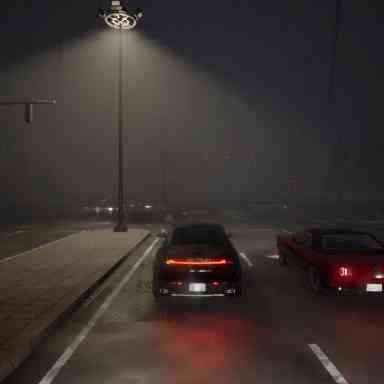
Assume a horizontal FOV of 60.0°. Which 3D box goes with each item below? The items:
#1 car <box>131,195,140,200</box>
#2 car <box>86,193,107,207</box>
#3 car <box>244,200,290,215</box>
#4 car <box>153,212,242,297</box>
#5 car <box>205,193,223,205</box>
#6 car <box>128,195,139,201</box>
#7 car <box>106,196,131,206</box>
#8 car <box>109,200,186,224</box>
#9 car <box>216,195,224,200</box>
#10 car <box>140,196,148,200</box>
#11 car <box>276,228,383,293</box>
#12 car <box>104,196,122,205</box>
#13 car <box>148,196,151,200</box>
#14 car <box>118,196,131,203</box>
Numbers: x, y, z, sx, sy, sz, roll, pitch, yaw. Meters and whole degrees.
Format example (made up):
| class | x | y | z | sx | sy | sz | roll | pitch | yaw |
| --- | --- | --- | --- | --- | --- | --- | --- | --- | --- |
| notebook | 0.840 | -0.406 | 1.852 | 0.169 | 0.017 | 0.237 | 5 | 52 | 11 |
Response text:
| class | x | y | z | sx | sy | sz | roll | pitch | yaw |
| --- | --- | --- | --- | --- | --- | --- | --- | --- | --- |
| car | -11.185 | 1.505 | 60.355 | 1.837 | 1.490 | 4.892 | 0 | 0 | 1 |
| car | -14.759 | 1.221 | 51.895 | 2.150 | 2.045 | 5.566 | 0 | 0 | 0 |
| car | 7.617 | 1.526 | 34.056 | 4.674 | 1.442 | 1.812 | 0 | 1 | 31 |
| car | 0.127 | 1.505 | 8.540 | 1.837 | 1.490 | 4.892 | 0 | 0 | 1 |
| car | 3.982 | 1.222 | 60.289 | 2.150 | 2.045 | 5.566 | 0 | 0 | 0 |
| car | -14.456 | 1.517 | 82.295 | 1.812 | 1.442 | 4.674 | 0 | 0 | 1 |
| car | -11.267 | 1.601 | 51.345 | 1.895 | 1.301 | 4.718 | 0 | 0 | 0 |
| car | -2.996 | 1.547 | 24.343 | 5.357 | 1.411 | 2.033 | 0 | 0 | -3 |
| car | 7.859 | 1.553 | 94.684 | 1.994 | 1.385 | 4.181 | 0 | 0 | 2 |
| car | -11.056 | 1.595 | 69.329 | 1.895 | 1.301 | 4.718 | 0 | 0 | 0 |
| car | 3.630 | 1.601 | 8.784 | 1.895 | 1.301 | 4.718 | 0 | 0 | 1 |
| car | -14.651 | 1.547 | 62.144 | 2.033 | 1.411 | 5.357 | 0 | 0 | 1 |
| car | -10.989 | 1.552 | 79.180 | 1.994 | 1.385 | 4.181 | 0 | 0 | 0 |
| car | -14.538 | 1.553 | 72.091 | 1.994 | 1.385 | 4.181 | 0 | 0 | 0 |
